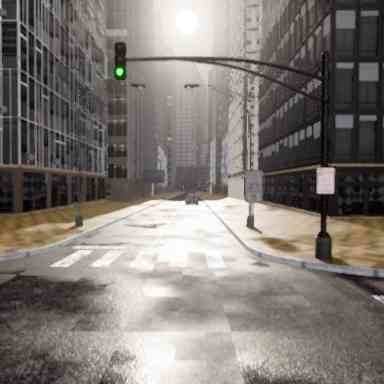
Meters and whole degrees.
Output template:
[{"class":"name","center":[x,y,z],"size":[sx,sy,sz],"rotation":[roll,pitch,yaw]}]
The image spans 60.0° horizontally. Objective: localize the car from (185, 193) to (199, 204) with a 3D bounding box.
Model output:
[{"class":"car","center":[0.010,1.113,48.636],"size":[1.895,1.301,4.718],"rotation":[0,1,0]}]

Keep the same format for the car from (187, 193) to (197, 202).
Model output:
[{"class":"car","center":[0.012,0.949,58.622],"size":[1.812,1.442,4.674],"rotation":[0,0,0]}]
